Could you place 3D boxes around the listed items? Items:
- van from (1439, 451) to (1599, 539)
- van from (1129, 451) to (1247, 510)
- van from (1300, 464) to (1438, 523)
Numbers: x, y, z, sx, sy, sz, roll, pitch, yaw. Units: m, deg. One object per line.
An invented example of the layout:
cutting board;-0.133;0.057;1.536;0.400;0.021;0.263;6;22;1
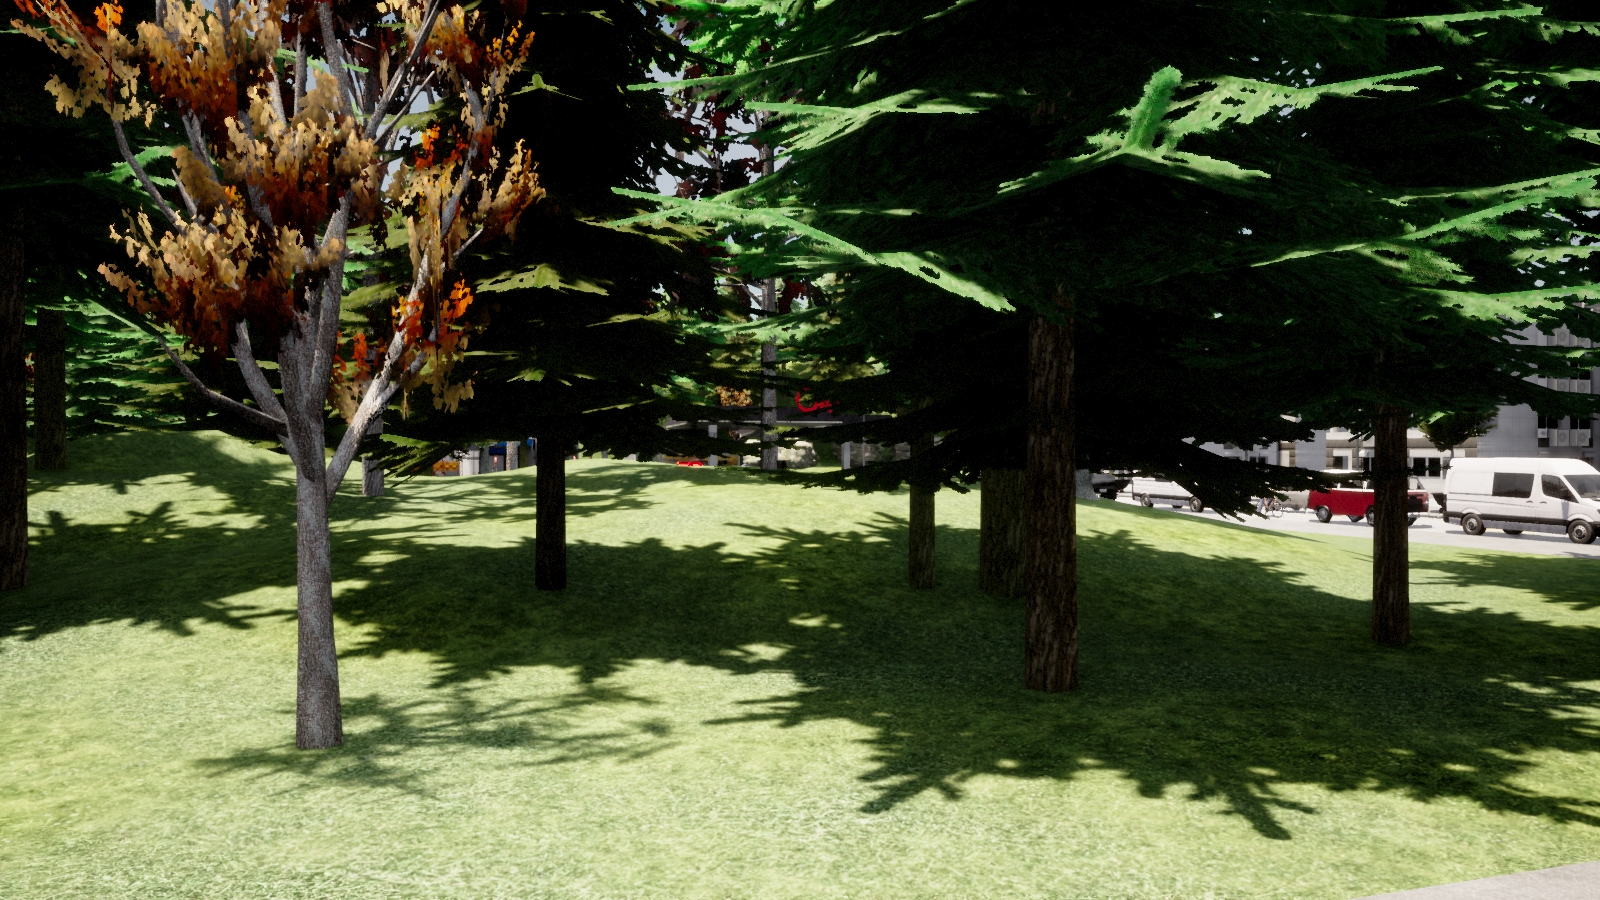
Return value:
van;23.412;1.314;36.018;1.988;2.561;5.915;0;0;-18
van;17.841;1.314;52.900;1.988;2.561;5.915;0;0;-18
van;21.187;1.563;42.784;2.069;2.038;4.480;0;0;-18
